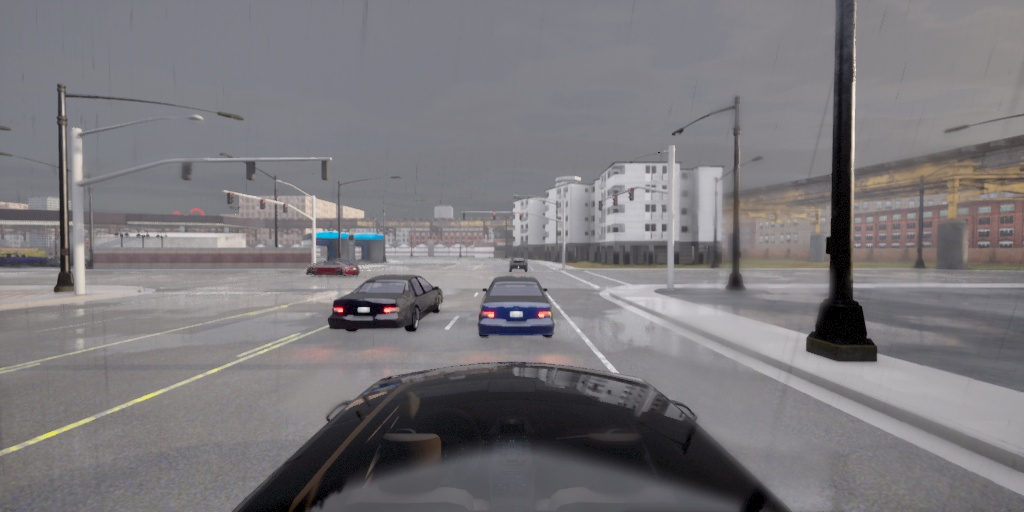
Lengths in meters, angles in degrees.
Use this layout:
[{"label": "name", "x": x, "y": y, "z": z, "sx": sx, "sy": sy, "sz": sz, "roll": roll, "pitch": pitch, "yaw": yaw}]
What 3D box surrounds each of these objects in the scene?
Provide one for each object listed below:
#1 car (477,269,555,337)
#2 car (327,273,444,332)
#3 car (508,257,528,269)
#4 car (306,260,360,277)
[{"label": "car", "x": 0.091, "y": 1.275, "z": 10.140, "sx": 2.033, "sy": 1.411, "sz": 5.357, "roll": 0, "pitch": 0, "yaw": 0}, {"label": "car", "x": -3.405, "y": 1.268, "z": 10.742, "sx": 2.033, "sy": 1.411, "sz": 5.357, "roll": 0, "pitch": 0, "yaw": 0}, {"label": "car", "x": 0.678, "y": 0.874, "z": 38.419, "sx": 1.837, "sy": 1.490, "sz": 4.892, "roll": 0, "pitch": 0, "yaw": 1}, {"label": "car", "x": -15.261, "y": 1.050, "z": 30.632, "sx": 4.181, "sy": 1.385, "sz": 1.994, "roll": 0, "pitch": 1, "yaw": 12}]
